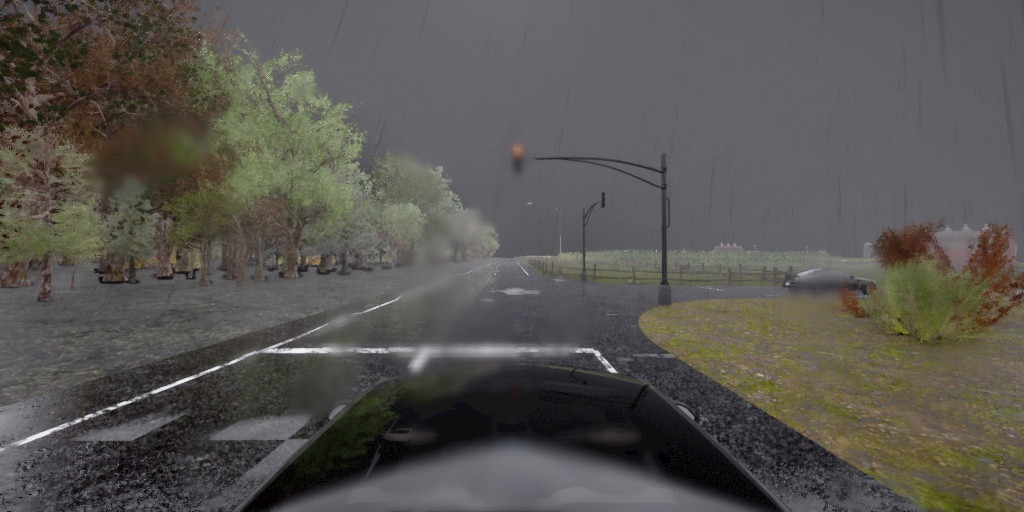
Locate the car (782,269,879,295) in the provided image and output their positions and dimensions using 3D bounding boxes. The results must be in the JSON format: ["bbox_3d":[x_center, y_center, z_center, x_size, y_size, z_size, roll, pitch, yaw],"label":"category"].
[{"bbox_3d":[18.301,1.468,20.740,4.674,1.442,1.812,1,-1,0],"label":"car"}]
